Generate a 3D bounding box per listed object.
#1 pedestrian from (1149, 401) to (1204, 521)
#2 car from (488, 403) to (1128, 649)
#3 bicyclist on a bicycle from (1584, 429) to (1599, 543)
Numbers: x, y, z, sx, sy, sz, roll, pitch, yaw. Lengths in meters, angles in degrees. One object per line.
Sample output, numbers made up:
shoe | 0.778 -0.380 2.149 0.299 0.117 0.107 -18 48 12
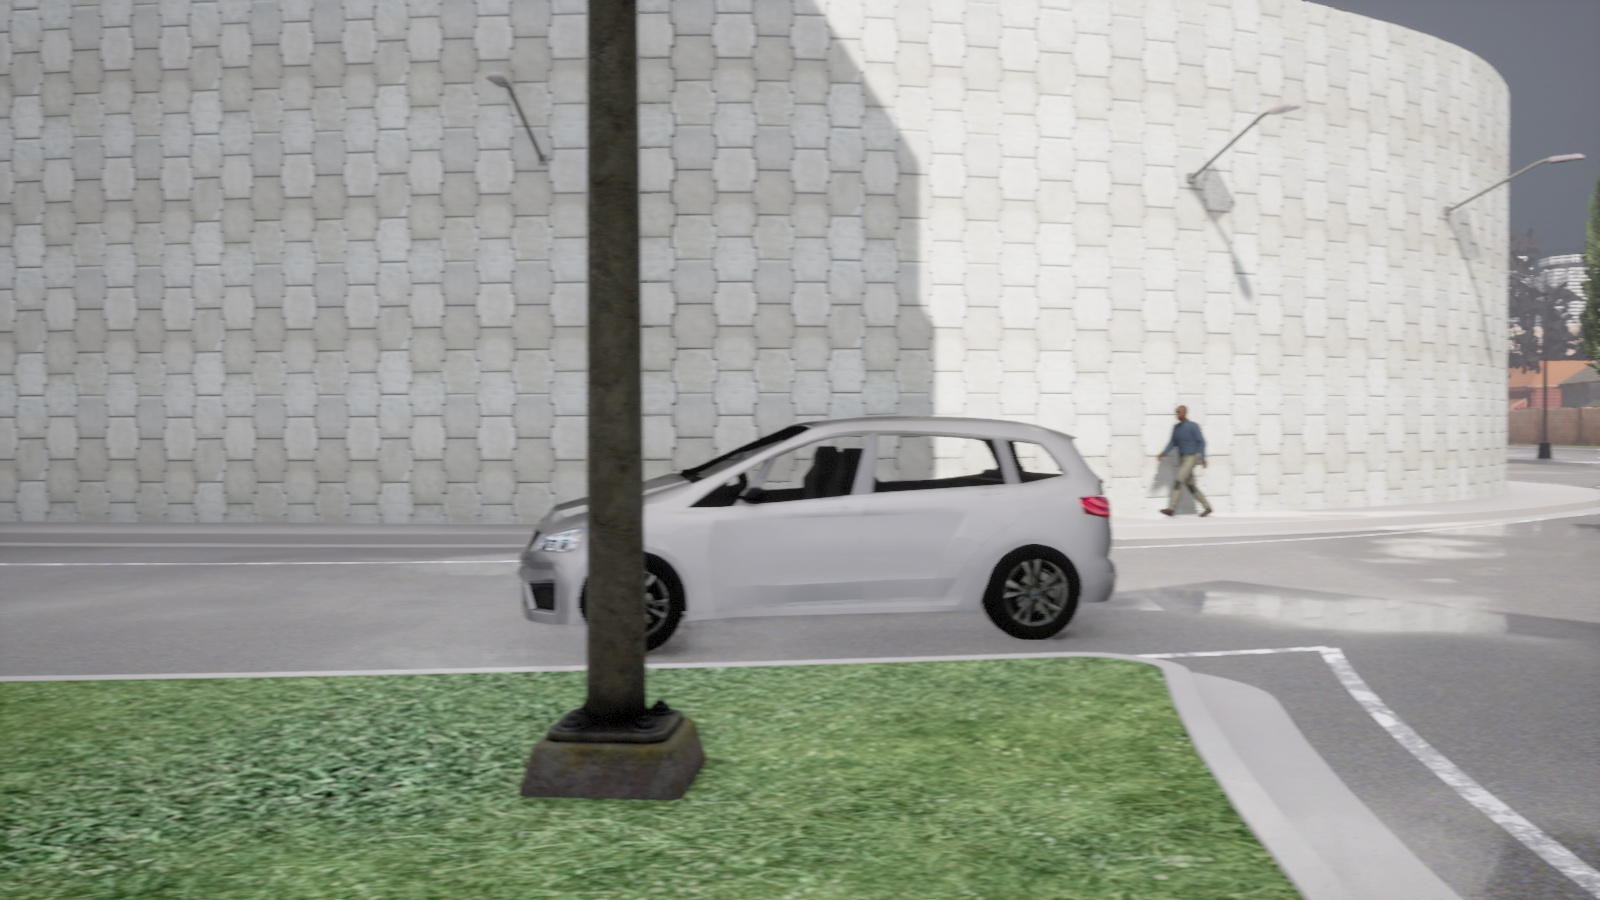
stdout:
pedestrian | 5.865 0.167 19.553 0.726 1.835 0.370 0 1 -17
car | -0.044 0.498 10.004 4.611 1.667 2.242 0 1 -10
bicyclist on a bicycle | 12.119 0.509 18.399 1.656 1.620 0.582 -1 2 -41
